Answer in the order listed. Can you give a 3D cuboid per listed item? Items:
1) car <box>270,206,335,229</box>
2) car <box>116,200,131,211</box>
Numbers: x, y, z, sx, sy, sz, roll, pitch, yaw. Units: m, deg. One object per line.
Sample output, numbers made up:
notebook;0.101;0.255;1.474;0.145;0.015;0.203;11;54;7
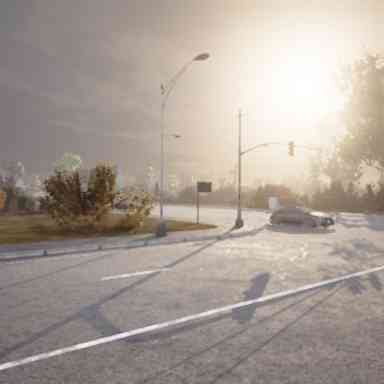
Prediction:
car;7.345;1.677;22.478;1.994;1.385;4.181;0;0;-39
car;-7.892;1.648;41.495;2.033;1.411;5.357;0;0;-39
